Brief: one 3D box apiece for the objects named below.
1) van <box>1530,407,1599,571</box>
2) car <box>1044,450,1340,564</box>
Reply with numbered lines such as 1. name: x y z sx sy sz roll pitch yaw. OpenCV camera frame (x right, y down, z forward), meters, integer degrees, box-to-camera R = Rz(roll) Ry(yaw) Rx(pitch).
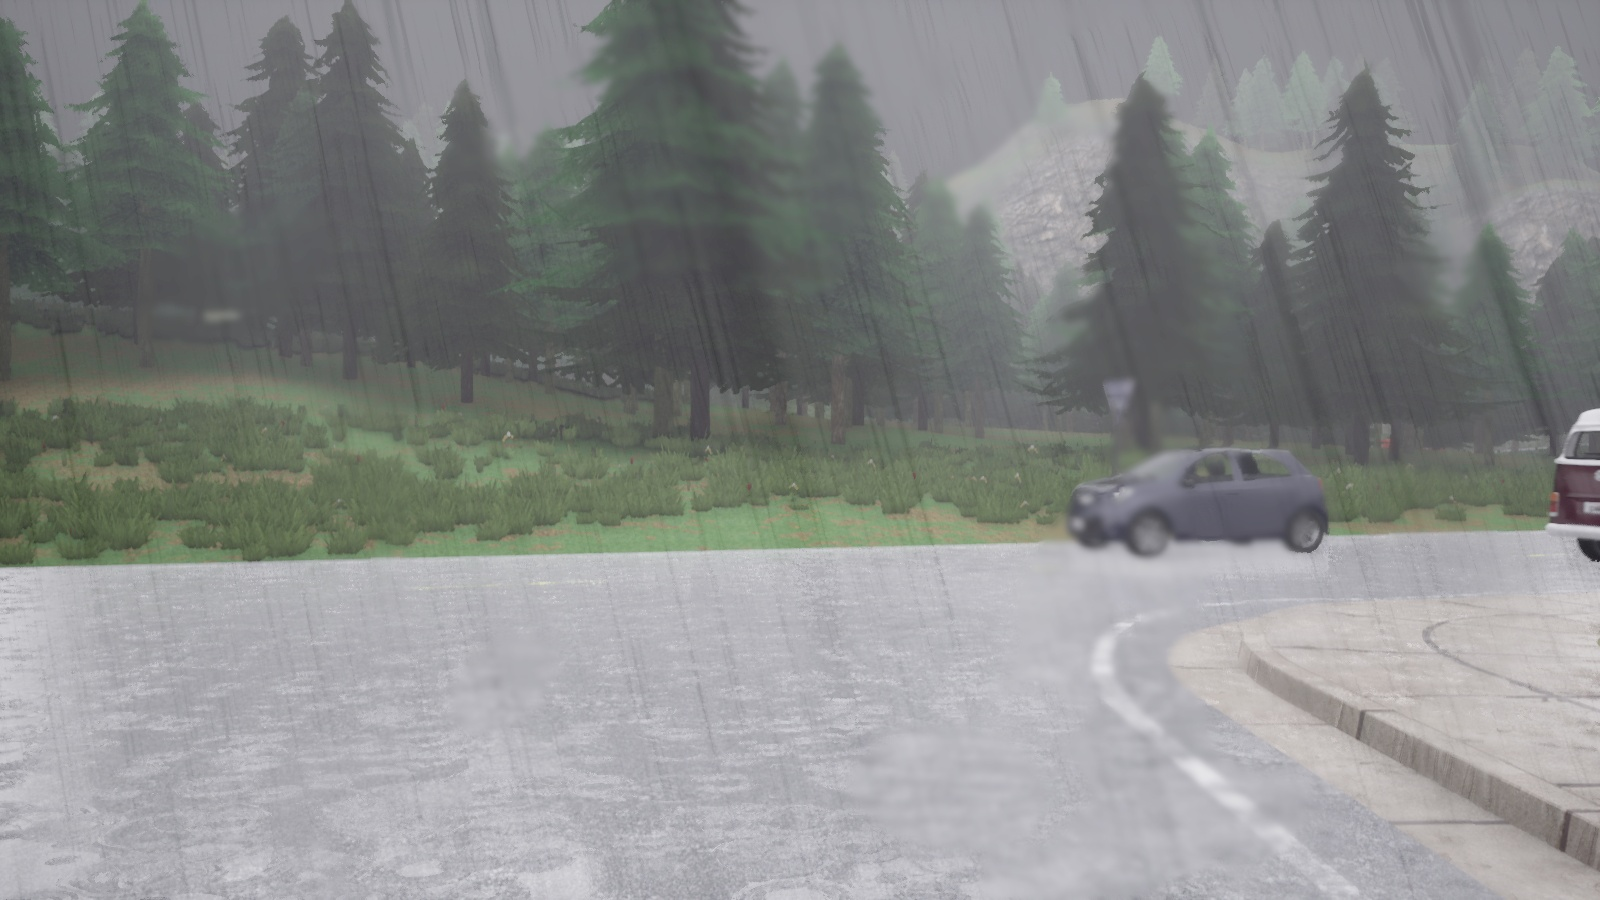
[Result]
1. van: 12.130 0.487 16.286 4.480 2.038 2.069 0 0 -16
2. car: 5.594 0.762 18.068 3.633 1.501 1.845 0 0 -16
